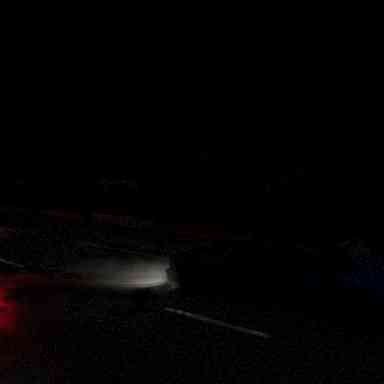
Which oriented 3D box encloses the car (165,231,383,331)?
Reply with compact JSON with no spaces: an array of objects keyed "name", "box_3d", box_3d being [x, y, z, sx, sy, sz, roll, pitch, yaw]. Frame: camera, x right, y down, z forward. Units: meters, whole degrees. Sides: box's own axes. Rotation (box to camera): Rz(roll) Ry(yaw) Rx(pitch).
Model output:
[{"name":"car","box_3d":[2.004,1.545,6.866,5.357,1.411,2.033,0,0,36]}]
